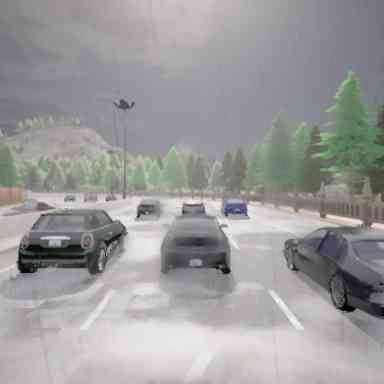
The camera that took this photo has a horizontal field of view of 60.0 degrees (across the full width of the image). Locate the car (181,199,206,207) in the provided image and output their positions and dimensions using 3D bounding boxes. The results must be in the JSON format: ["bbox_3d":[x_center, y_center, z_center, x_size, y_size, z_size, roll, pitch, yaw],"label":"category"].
[{"bbox_3d":[0.113,1.297,27.461,2.128,1.511,4.902,0,0,0],"label":"car"}]

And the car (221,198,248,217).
[{"bbox_3d":[3.606,1.273,29.010,1.882,1.535,5.008,0,0,0],"label":"car"}]

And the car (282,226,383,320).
[{"bbox_3d":[3.599,1.495,7.511,2.033,1.411,5.357,0,0,0],"label":"car"}]

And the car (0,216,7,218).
[{"bbox_3d":[-10.599,1.367,21.829,1.812,1.442,4.674,0,0,0],"label":"car"}]

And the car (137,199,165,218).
[{"bbox_3d":[-3.388,1.308,27.523,1.837,1.490,4.892,0,0,0],"label":"car"}]

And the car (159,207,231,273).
[{"bbox_3d":[0.101,1.431,10.396,1.837,1.490,4.892,0,1,0],"label":"car"}]

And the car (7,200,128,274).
[{"bbox_3d":[-3.400,1.276,10.392,2.097,1.767,4.553,0,0,0],"label":"car"}]

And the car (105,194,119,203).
[{"bbox_3d":[-14.622,1.131,60.643,2.033,1.411,5.357,0,0,-17],"label":"car"}]
